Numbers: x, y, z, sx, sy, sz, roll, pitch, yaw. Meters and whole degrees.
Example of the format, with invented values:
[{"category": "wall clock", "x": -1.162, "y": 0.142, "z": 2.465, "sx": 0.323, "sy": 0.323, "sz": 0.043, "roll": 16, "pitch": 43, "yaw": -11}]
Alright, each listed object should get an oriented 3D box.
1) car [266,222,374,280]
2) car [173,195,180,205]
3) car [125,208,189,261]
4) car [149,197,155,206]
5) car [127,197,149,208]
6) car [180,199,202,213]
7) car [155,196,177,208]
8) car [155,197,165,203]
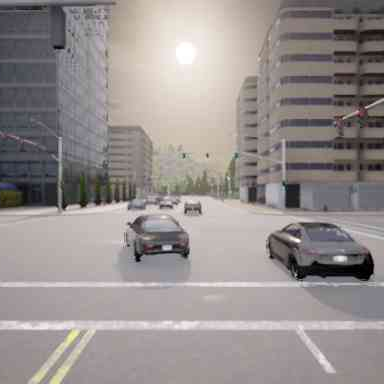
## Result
[{"category": "car", "x": 3.594, "y": 1.584, "z": 10.062, "sx": 1.994, "sy": 1.385, "sz": 4.181, "roll": 0, "pitch": 0, "yaw": 0}, {"category": "car", "x": -3.548, "y": 1.638, "z": 58.902, "sx": 1.812, "sy": 1.442, "sz": 4.674, "roll": 0, "pitch": 0, "yaw": 1}, {"category": "car", "x": -1.410, "y": 1.550, "z": 12.479, "sx": 1.812, "sy": 1.442, "sz": 4.674, "roll": 0, "pitch": 0, "yaw": -16}, {"category": "car", "x": -7.056, "y": 1.636, "z": 57.904, "sx": 1.812, "sy": 1.442, "sz": 4.674, "roll": 0, "pitch": 0, "yaw": 1}, {"category": "car", "x": -7.089, "y": 1.608, "z": 42.779, "sx": 1.812, "sy": 1.442, "sz": 4.674, "roll": 0, "pitch": 0, "yaw": 0}, {"category": "car", "x": 0.096, "y": 1.564, "z": 37.681, "sx": 2.128, "sy": 1.511, "sz": 4.902, "roll": 0, "pitch": 0, "yaw": 0}, {"category": "car", "x": -3.580, "y": 1.637, "z": 46.916, "sx": 2.033, "sy": 1.411, "sz": 5.357, "roll": 0, "pitch": 0, "yaw": 0}, {"category": "car", "x": -7.009, "y": 1.736, "z": 73.348, "sx": 1.895, "sy": 1.301, "sz": 4.718, "roll": 0, "pitch": 0, "yaw": 0}]
